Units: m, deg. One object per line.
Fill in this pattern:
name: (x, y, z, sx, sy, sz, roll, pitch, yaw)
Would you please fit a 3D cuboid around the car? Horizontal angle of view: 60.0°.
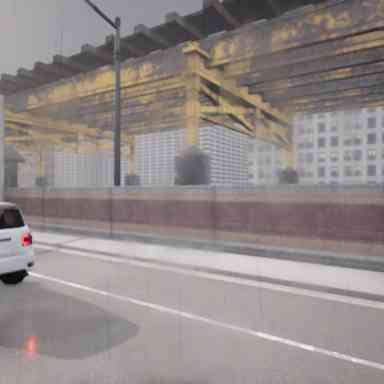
car: (-6.185, 1.220, 8.313, 5.566, 2.045, 2.150, 0, 0, 36)
